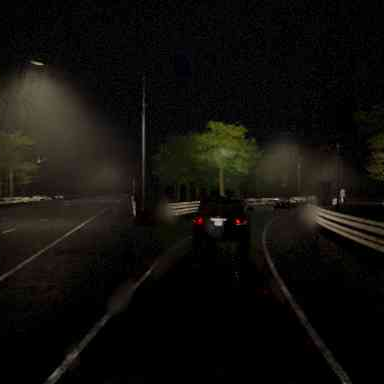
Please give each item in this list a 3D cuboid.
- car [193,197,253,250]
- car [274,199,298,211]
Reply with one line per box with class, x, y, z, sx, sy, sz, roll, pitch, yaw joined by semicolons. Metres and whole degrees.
car;1.469;1.236;14.718;2.150;2.045;5.566;0;0;11
car;12.154;1.606;42.881;2.033;1.411;5.357;0;0;32
